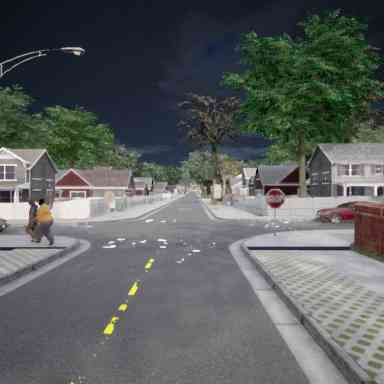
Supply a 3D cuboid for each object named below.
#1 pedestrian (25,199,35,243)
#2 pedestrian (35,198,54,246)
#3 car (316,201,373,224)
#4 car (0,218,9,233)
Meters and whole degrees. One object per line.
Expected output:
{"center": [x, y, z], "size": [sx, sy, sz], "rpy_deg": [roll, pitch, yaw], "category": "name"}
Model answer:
{"center": [-6.443, 1.140, 13.503], "size": [0.375, 1.860, 0.375], "rpy_deg": [0, 0, 0], "category": "pedestrian"}
{"center": [-5.666, 1.141, 12.815], "size": [0.375, 1.860, 0.375], "rpy_deg": [0, 0, 0], "category": "pedestrian"}
{"center": [10.652, 1.315, 22.003], "size": [4.674, 1.442, 1.812], "rpy_deg": [-1, 0, 0], "category": "car"}
{"center": [-12.999, 1.727, 18.942], "size": [4.674, 1.442, 1.812], "rpy_deg": [-1, 0, 0], "category": "car"}
